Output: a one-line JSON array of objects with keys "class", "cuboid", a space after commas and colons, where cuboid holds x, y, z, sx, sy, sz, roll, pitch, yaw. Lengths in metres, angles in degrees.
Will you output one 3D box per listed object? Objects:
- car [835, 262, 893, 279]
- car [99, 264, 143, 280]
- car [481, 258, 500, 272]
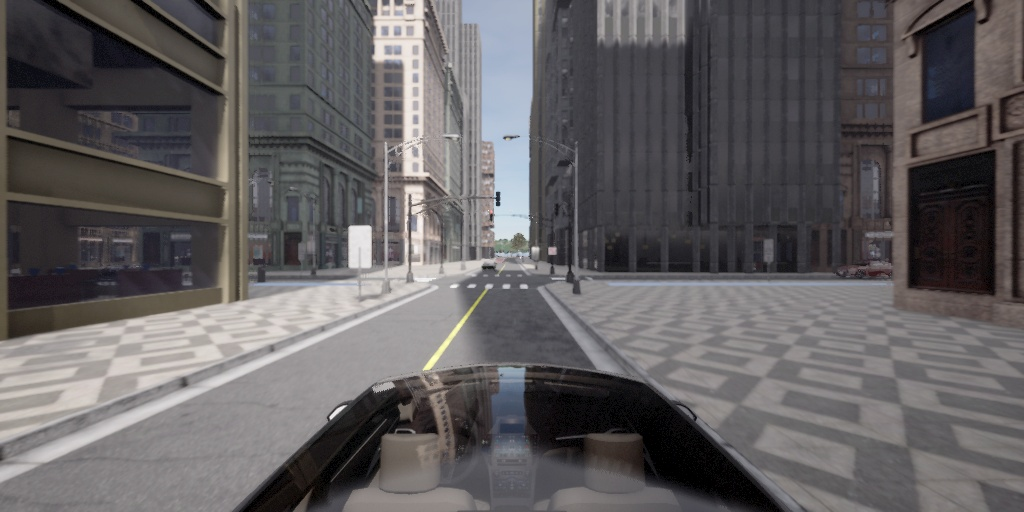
[{"class": "car", "cuboid": [31.007, 1.205, 31.250, 4.674, 1.442, 1.812, 0, 0, 0]}, {"class": "car", "cuboid": [-30.024, 1.310, 28.136, 4.718, 1.301, 1.895, 0, 0, 0]}, {"class": "car", "cuboid": [-2.977, 1.322, 46.650, 1.895, 1.301, 4.718, 0, 0, 0]}]
